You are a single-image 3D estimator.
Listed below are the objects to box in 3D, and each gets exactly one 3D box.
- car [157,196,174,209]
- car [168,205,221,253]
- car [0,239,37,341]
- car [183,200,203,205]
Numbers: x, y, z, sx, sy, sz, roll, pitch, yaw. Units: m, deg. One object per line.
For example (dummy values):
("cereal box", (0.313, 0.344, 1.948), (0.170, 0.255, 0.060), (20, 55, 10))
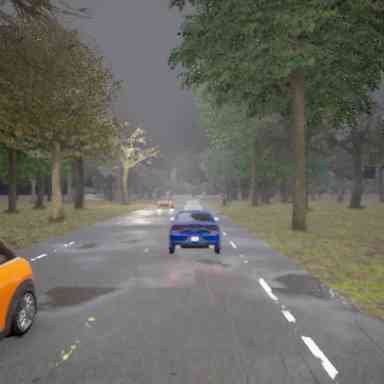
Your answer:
("car", (-3.597, 1.412, 46.111), (2.097, 1.767, 4.553), (0, 0, 0))
("car", (0.096, 1.470, 13.667), (1.882, 1.535, 5.008), (0, -1, 0))
("car", (-3.602, 1.347, 3.567), (2.097, 1.767, 4.553), (0, 0, 0))
("car", (0.087, 1.546, 32.152), (1.812, 1.442, 4.674), (0, -1, 0))
